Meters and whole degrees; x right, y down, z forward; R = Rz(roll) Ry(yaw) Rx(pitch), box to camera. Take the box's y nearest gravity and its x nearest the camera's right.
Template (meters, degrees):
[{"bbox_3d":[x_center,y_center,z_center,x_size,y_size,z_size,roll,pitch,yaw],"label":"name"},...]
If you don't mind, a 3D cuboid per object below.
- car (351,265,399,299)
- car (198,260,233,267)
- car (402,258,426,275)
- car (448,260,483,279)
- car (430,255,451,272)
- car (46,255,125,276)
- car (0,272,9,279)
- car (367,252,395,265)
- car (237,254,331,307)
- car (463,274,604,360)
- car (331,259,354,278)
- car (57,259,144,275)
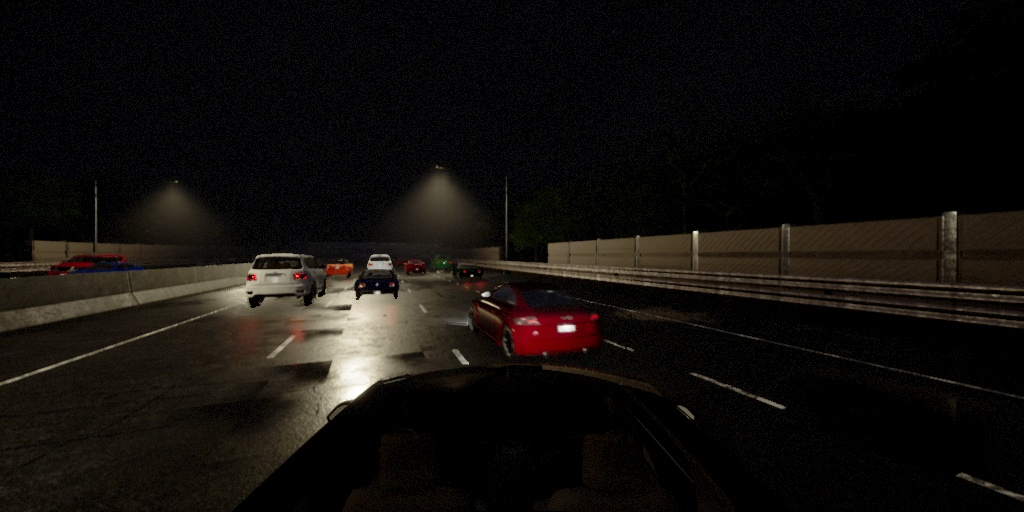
[{"bbox_3d":[-6.734,1.323,17.985,1.895,1.301,4.718,0,0,-20],"label":"car"},{"bbox_3d":[-26.544,1.286,31.177,1.895,1.301,4.718,0,0,-20],"label":"car"},{"bbox_3d":[-10.246,1.157,37.861,1.882,1.535,5.008,0,0,-20],"label":"car"},{"bbox_3d":[-4.003,1.298,31.090,1.895,1.301,4.718,0,0,-20],"label":"car"},{"bbox_3d":[-8.808,0.887,44.550,2.150,2.045,5.566,0,0,-19],"label":"car"},{"bbox_3d":[-32.873,0.913,28.087,2.150,2.045,5.566,0,0,-19],"label":"car"},{"bbox_3d":[-34.418,1.303,22.001,1.895,1.301,4.718,0,0,-20],"label":"car"},{"bbox_3d":[-12.520,0.909,34.110,2.150,2.045,5.566,0,0,-19],"label":"car"},{"bbox_3d":[-9.645,0.945,15.739,2.150,2.045,5.566,0,0,-20],"label":"car"},{"bbox_3d":[0.320,1.303,8.487,1.994,1.385,4.181,0,0,-20],"label":"car"},{"bbox_3d":[-15.855,1.039,33.055,2.097,1.767,4.553,0,0,-20],"label":"car"},{"bbox_3d":[-28.027,1.176,24.923,1.882,1.535,5.008,0,0,-20],"label":"car"}]
